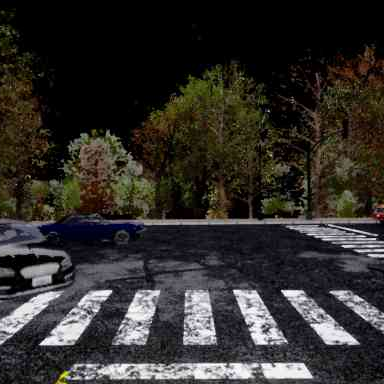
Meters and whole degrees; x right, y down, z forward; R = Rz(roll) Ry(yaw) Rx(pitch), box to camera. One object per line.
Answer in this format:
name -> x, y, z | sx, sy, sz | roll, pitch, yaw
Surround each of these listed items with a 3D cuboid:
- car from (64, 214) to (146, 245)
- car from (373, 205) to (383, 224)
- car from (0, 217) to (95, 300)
car -> -4.447, 1.611, 14.738 | 4.718, 1.301, 1.895 | -1, -1, 1
car -> 14.631, 1.127, 21.171 | 5.566, 2.045, 2.150 | -1, -1, 1
car -> -4.665, 1.450, 8.101 | 4.902, 1.511, 2.128 | 0, 0, 43
